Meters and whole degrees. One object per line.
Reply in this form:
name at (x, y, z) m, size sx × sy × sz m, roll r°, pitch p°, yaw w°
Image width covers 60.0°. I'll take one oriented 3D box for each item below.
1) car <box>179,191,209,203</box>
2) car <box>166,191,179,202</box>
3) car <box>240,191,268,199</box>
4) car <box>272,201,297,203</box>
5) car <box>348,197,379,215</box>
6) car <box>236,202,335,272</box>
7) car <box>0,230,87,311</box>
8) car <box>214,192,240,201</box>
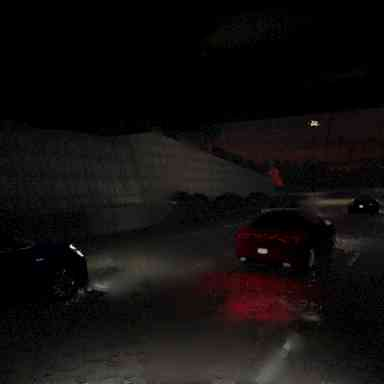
car at (0.585, 0.748, 45.321) m, size 1.994 × 1.385 × 4.181 m, roll 1°, pitch 1°, yaw 34°
car at (-1.832, 0.640, 48.011) m, size 1.837 × 1.490 × 4.892 m, roll 1°, pitch 1°, yaw 33°
car at (8.692, 0.700, 44.889) m, size 1.837 × 1.490 × 4.892 m, roll 1°, pitch 1°, yaw 33°
car at (6.149, 1.213, 21.480) m, size 1.895 × 1.301 × 4.718 m, roll 1°, pitch 1°, yaw 33°
car at (14.212, 1.071, 27.474) m, size 1.994 × 1.385 × 4.181 m, roll 1°, pitch 1°, yaw 33°
car at (3.115, 1.289, 10.383) m, size 1.882 × 1.535 × 5.008 m, roll 1°, pitch 1°, yaw 33°
car at (-4.083, 1.246, 5.735) m, size 2.097 × 1.767 × 4.553 m, roll 1°, pitch 1°, yaw 33°
car at (5.082, 0.724, 45.775) m, size 2.033 × 1.411 × 5.357 m, roll 1°, pitch 1°, yaw 33°
